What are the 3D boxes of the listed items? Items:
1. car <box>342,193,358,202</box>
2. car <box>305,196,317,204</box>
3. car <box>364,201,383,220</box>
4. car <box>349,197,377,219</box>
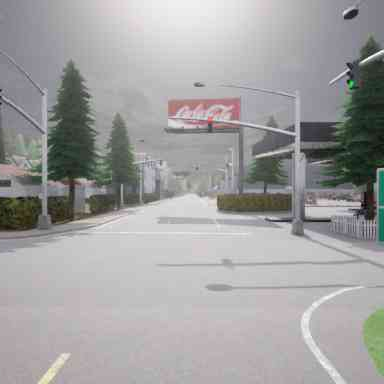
[{"bbox_3d":[34.940,1.490,71.797,2.007,1.523,4.514,0,0,0],"label":"car"},{"bbox_3d":[22.532,1.553,64.012,1.970,1.475,3.806,0,0,0],"label":"car"},{"bbox_3d":[18.709,1.672,30.617,4.611,1.667,2.242,0,0,0],"label":"car"},{"bbox_3d":[14.379,1.505,24.949,3.866,1.878,1.905,0,0,0],"label":"car"}]
